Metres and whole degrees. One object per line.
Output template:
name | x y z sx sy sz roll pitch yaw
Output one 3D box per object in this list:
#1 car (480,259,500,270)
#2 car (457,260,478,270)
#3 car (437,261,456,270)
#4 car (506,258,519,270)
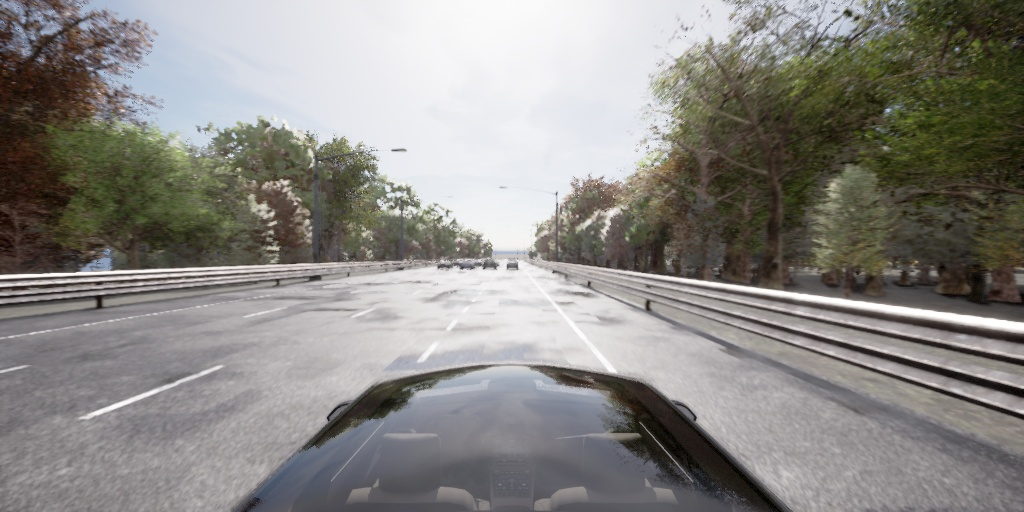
car | -3.416 1.203 56.068 2.097 1.767 4.553 0 0 0
car | -6.917 1.406 56.129 1.994 1.385 4.181 0 0 0
car | -10.417 1.434 56.137 1.895 1.301 4.718 0 0 0
car | 0.083 1.351 55.675 2.128 1.511 4.902 0 0 0
